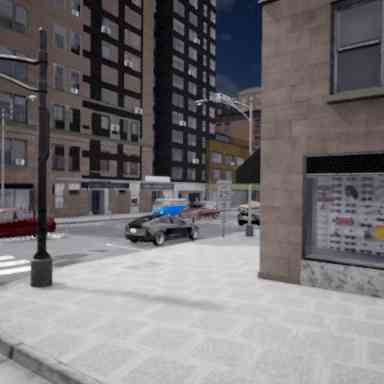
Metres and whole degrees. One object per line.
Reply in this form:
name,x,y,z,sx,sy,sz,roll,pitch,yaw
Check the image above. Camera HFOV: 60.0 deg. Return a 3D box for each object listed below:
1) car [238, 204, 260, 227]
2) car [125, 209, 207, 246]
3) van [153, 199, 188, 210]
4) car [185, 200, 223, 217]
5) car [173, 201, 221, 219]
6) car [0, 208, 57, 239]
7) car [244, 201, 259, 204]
car,5.030,1.857,25.394,1.947,1.339,4.313,0,0,36
car,-1.392,1.771,16.472,1.947,1.339,4.313,0,0,36
van,-1.886,1.514,30.375,1.690,1.788,3.998,0,0,36
car,1.324,1.657,34.836,1.967,1.590,4.097,0,0,36
car,0.705,1.741,29.568,1.812,1.442,4.674,1,0,36
car,-9.192,1.558,16.167,1.882,1.535,5.008,1,0,40
car,7.646,1.835,43.620,1.752,1.417,4.829,0,0,36
